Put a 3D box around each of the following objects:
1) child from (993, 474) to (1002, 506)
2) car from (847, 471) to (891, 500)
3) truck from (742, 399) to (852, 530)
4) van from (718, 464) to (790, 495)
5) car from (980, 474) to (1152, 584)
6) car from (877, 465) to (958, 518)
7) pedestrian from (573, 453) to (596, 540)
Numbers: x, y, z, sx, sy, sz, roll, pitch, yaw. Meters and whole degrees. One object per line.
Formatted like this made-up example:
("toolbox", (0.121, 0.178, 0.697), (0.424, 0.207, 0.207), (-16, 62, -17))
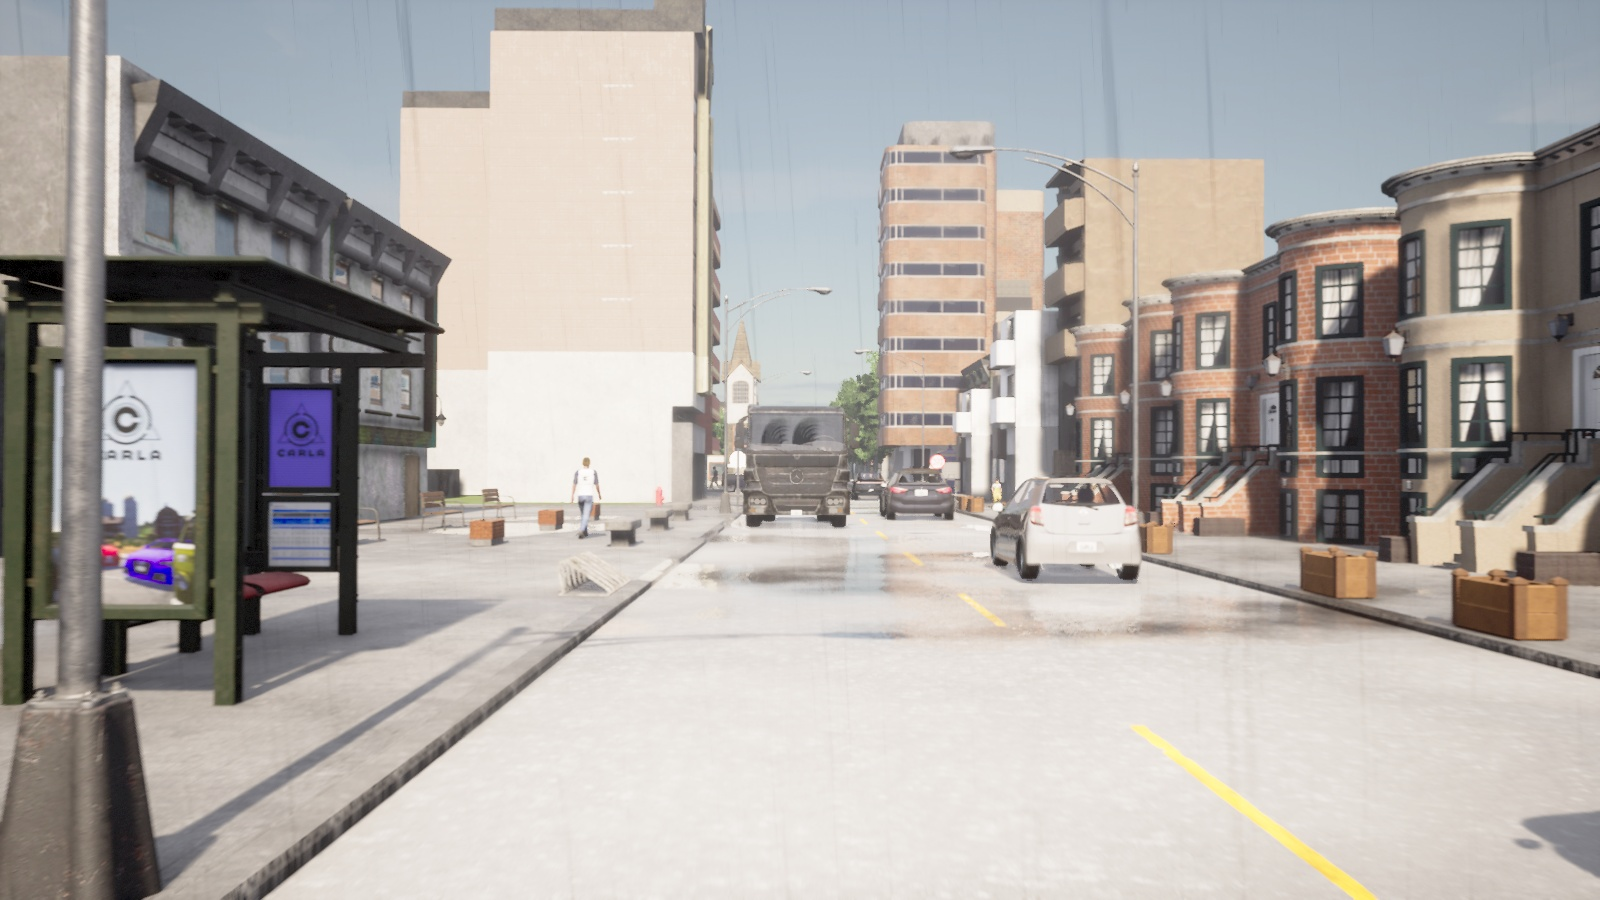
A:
("child", (7.942, 1.619, 50.535), (0.270, 1.263, 0.437), (0, -1, -5))
("car", (3.777, 1.914, 69.165), (2.128, 1.511, 4.902), (0, -1, 0))
("truck", (-0.097, 0.457, 37.249), (2.891, 3.462, 7.936), (0, -1, 0))
("van", (-3.058, 1.951, 83.658), (4.480, 2.038, 2.069), (-1, -2, 38))
("car", (3.956, 1.135, 19.239), (1.845, 1.501, 3.633), (0, -1, 0))
("car", (3.886, 1.351, 42.290), (2.242, 1.667, 4.611), (0, -1, 0))
("pedestrian", (-4.639, 0.995, 27.025), (0.354, 1.836, 0.706), (0, -1, 1))
